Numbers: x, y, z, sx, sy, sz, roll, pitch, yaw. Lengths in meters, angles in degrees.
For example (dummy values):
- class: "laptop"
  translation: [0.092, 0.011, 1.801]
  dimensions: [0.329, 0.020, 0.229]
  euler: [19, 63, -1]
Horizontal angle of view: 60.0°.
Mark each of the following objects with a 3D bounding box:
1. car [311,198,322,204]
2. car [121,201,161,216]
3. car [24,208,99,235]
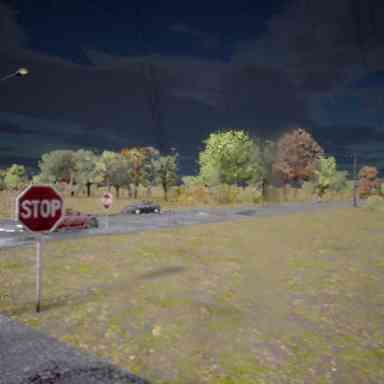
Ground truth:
- class: "car"
  translation: [33.194, 2.419, 88.388]
  dimensions: [2.128, 1.511, 4.902]
  euler: [1, 0, 36]
- class: "car"
  translation: [-5.319, 1.697, 35.122]
  dimensions: [1.837, 1.490, 4.892]
  euler: [1, 2, 36]
- class: "car"
  translation: [-7.694, 1.661, 19.896]
  dimensions: [1.994, 1.385, 4.181]
  euler: [1, 0, 36]
